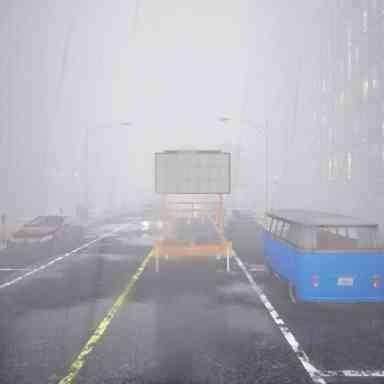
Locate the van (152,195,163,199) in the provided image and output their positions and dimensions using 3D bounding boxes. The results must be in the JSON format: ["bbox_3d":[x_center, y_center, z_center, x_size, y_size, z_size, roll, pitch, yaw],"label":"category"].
[{"bbox_3d":[-5.581,1.328,53.258,1.690,1.788,3.998,0,0,0],"label":"van"}]

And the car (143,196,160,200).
[{"bbox_3d":[-5.605,1.548,41.873,2.008,1.369,4.403,0,0,0],"label":"car"}]

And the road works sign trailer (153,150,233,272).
[{"bbox_3d":[0.022,0.464,10.723,2.380,3.560,2.880,0,0,0],"label":"road works sign trailer"}]

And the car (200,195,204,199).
[{"bbox_3d":[2.799,1.538,53.237,2.008,1.369,4.403,0,0,0],"label":"car"}]

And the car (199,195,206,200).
[{"bbox_3d":[2.881,1.462,93.085,1.887,1.381,4.507,0,0,0],"label":"car"}]

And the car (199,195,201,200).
[{"bbox_3d":[2.823,1.410,64.622,1.967,1.590,4.097,0,0,0],"label":"car"}]

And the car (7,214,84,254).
[{"bbox_3d":[-5.663,1.582,13.410,1.802,1.307,4.206,0,0,0],"label":"car"}]

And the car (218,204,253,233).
[{"bbox_3d":[2.729,1.581,19.082,1.802,1.307,4.206,0,0,0],"label":"car"}]

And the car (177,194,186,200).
[{"bbox_3d":[-2.819,1.277,89.459,2.097,1.767,4.553,0,0,0],"label":"car"}]

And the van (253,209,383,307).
[{"bbox_3d":[2.706,1.341,7.698,1.690,1.788,3.998,0,0,0],"label":"van"}]

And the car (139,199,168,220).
[{"bbox_3d":[-3.044,1.563,27.635,1.994,1.385,4.181,0,0,0],"label":"car"}]

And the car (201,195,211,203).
[{"bbox_3d":[2.834,1.401,70.314,1.967,1.590,4.097,0,0,0],"label":"car"}]

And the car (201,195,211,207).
[{"bbox_3d":[2.788,1.544,47.545,2.008,1.369,4.403,0,0,0],"label":"car"}]

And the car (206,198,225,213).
[{"bbox_3d":[2.764,1.581,36.160,1.802,1.307,4.206,0,0,0],"label":"car"}]
